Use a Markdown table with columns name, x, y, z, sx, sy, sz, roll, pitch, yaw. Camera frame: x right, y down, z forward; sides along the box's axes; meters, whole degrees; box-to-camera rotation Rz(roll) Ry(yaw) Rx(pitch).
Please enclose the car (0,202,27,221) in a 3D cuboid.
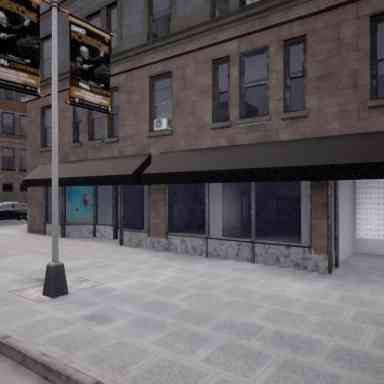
| name | x | y | z | sx | sy | sz | roll | pitch | yaw |
| --- | --- | --- | --- | --- | --- | --- | --- | --- | --- |
| car | -14.125 | 1.545 | 25.231 | 1.837 | 1.490 | 4.892 | 0 | 0 | 37 |
